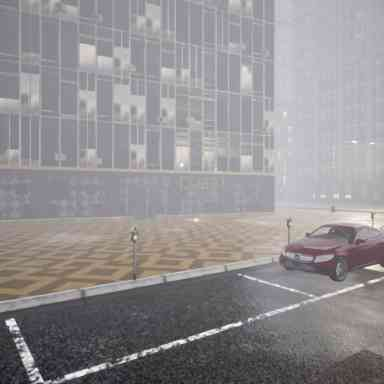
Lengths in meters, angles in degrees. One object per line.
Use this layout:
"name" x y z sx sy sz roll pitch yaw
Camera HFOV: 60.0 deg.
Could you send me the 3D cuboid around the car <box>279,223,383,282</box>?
"car" 4.361 1.579 9.684 4.206 1.307 1.802 0 0 -36
